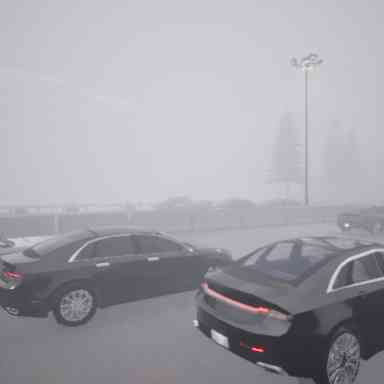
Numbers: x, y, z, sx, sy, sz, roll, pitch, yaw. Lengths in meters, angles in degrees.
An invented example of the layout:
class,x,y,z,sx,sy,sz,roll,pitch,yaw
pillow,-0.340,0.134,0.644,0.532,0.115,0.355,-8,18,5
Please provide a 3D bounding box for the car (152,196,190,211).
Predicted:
class,x,y,z,sx,sy,sz,roll,pitch,yaw
car,-1.936,1.205,35.451,4.553,1.767,2.097,0,0,-29

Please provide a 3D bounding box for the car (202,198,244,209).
class,x,y,z,sx,sy,sz,roll,pitch,yaw
car,3.740,1.361,30.597,4.892,1.490,1.837,0,0,-28

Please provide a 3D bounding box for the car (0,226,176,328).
class,x,y,z,sx,sy,sz,roll,pitch,yaw
car,-1.258,1.478,6.985,4.892,1.490,1.837,0,0,-34

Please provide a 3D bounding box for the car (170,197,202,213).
class,x,y,z,sx,sy,sz,roll,pitch,yaw
car,0.583,1.457,32.890,4.718,1.301,1.895,0,0,-29

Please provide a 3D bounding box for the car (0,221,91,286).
class,x,y,z,sx,sy,sz,roll,pitch,yaw
car,-5.242,1.580,8.521,4.718,1.301,1.895,0,0,-35

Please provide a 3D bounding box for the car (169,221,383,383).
class,x,y,z,sx,sy,sz,roll,pitch,yaw
car,2.339,1.462,5.171,4.902,1.511,2.128,0,0,-33

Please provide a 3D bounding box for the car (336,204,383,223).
class,x,y,z,sx,sy,sz,roll,pitch,yaw
car,9.872,1.398,17.782,4.892,1.490,1.837,0,0,-28

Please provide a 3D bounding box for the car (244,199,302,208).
class,x,y,z,sx,sy,sz,roll,pitch,yaw
car,7.291,1.346,28.510,4.902,1.511,2.128,0,0,-27
